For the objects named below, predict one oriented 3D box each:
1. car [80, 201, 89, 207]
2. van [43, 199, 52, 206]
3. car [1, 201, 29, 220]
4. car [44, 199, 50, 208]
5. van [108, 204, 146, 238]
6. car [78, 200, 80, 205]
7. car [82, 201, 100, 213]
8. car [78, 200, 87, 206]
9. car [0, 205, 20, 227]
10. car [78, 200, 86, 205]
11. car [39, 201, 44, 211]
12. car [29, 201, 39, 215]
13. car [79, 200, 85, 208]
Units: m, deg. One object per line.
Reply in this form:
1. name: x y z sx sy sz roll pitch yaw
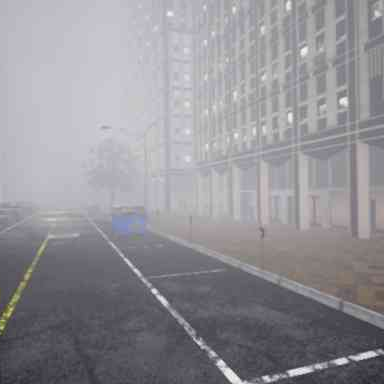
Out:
1. car: -23.464 2.577 72.568 1.802 1.307 4.206 -1 0 -20
2. van: -37.237 2.648 85.710 1.690 1.788 3.998 -1 0 -20
3. car: -17.551 1.885 32.253 2.192 1.841 5.009 -1 0 -20
4. car: -31.269 2.618 69.512 1.752 1.417 4.829 -1 0 -20
5. van: -3.782 1.578 19.113 1.690 1.788 3.998 -1 0 -20
6. car: -21.495 2.473 67.222 2.008 1.369 4.403 -1 0 -20
7. car: -13.620 2.175 45.839 2.008 1.369 4.403 -1 0 -20
8. car: -27.401 2.703 83.259 1.947 1.339 4.313 -1 0 -20
9. car: -15.577 2.059 26.906 1.947 1.339 4.313 -1 0 -20
10. car: -29.370 2.753 88.605 1.887 1.381 4.507 -1 0 -20
11. car: -25.421 2.456 53.634 1.802 1.307 4.206 -1 0 -20
12. car: -21.488 2.038 42.944 2.192 1.841 5.009 -1 0 -20
13. car: -17.558 2.326 56.530 2.008 1.369 4.403 -1 0 -20
